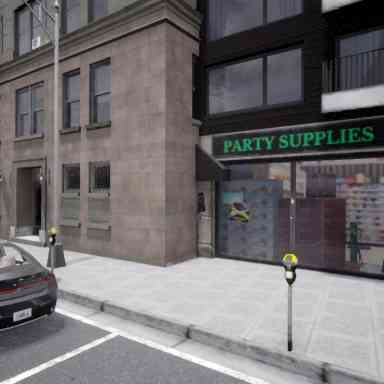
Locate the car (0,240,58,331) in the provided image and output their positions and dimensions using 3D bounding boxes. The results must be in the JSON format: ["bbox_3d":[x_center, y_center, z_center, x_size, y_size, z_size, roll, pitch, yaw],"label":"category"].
[{"bbox_3d":[-4.240,1.550,6.111,4.403,1.369,2.008,0,0,36],"label":"car"}]
